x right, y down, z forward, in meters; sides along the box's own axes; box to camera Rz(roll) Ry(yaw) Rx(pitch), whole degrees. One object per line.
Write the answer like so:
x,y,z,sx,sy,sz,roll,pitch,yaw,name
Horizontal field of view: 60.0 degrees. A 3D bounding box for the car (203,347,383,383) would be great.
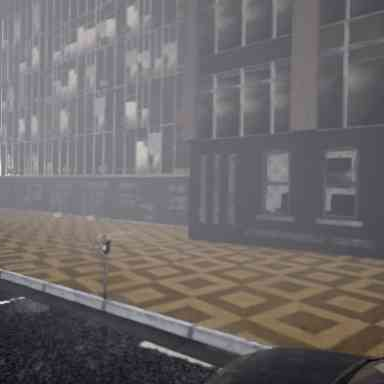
1.877,1.554,1.520,4.403,1.369,2.008,0,1,36,car
